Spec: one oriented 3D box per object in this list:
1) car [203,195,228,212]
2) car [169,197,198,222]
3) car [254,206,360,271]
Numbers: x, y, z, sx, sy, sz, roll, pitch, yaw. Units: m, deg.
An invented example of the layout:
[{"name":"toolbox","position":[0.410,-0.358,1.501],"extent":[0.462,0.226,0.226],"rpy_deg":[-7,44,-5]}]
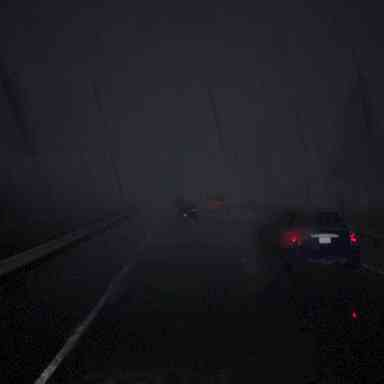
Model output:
[{"name":"car","position":[2.355,1.103,34.136],"extent":[2.097,1.767,4.553],"rpy_deg":[0,0,-4]},{"name":"car","position":[-0.572,1.348,24.503],"extent":[1.812,1.442,4.674],"rpy_deg":[0,1,-3]},{"name":"car","position":[3.433,1.271,10.826],"extent":[2.097,1.767,4.553],"rpy_deg":[0,0,-1]}]
